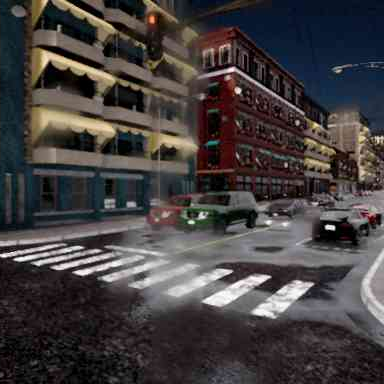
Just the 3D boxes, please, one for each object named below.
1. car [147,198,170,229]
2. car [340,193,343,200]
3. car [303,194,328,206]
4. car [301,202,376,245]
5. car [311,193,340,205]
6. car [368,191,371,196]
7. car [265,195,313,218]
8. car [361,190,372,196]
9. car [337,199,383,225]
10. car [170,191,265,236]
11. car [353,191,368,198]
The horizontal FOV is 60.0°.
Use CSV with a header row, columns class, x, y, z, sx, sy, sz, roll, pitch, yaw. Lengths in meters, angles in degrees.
class,x,y,z,sx,sy,sz,roll,pitch,yaw
car,-0.379,1.081,19.197,2.192,1.841,5.009,1,2,35
car,22.031,0.771,51.112,1.947,1.339,4.313,1,2,35
car,15.629,0.931,41.995,1.947,1.339,4.313,1,2,35
car,6.454,1.361,14.354,1.947,1.339,4.313,1,2,35
car,13.251,0.979,34.102,2.128,1.511,4.902,0,1,35
car,38.040,0.388,73.905,1.802,1.307,4.206,1,2,35
car,7.465,1.179,25.878,2.033,1.411,5.357,0,1,35
car,41.242,0.309,78.463,1.802,1.307,4.206,1,2,35
car,9.656,1.297,18.913,1.802,1.307,4.206,1,2,35
car,1.545,1.002,17.458,2.150,2.045,5.566,0,1,35
car,34.839,0.430,69.346,1.887,1.381,4.507,1,2,35
